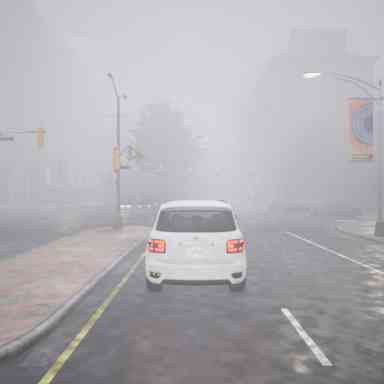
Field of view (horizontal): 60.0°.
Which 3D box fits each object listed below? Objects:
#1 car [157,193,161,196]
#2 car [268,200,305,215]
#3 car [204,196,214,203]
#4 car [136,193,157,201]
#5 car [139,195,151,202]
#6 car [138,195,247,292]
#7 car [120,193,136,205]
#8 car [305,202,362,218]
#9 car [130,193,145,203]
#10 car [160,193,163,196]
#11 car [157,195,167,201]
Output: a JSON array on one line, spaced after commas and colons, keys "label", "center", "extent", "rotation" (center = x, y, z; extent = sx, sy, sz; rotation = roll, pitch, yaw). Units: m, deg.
[{"label": "car", "center": [-7.818, 1.525, 66.824], "extent": [1.812, 1.442, 4.674], "rotation": [0, 0, 1]}, {"label": "car", "center": [9.983, 1.491, 32.792], "extent": [4.902, 1.511, 2.128], "rotation": [0, 0, 0]}, {"label": "car", "center": [3.732, 1.540, 73.114], "extent": [2.033, 1.411, 5.357], "rotation": [0, 0, 0]}, {"label": "car", "center": [-7.902, 1.352, 57.940], "extent": [2.097, 1.767, 4.553], "rotation": [0, 0, 0]}, {"label": "car", "center": [-11.252, 1.525, 80.077], "extent": [2.128, 1.511, 4.902], "rotation": [0, 0, 0]}, {"label": "car", "center": [0.099, 1.221, 9.059], "extent": [2.150, 2.045, 5.566], "rotation": [0, 0, 0]}, {"label": "car", "center": [-11.384, 1.491, 59.720], "extent": [2.128, 1.511, 4.902], "rotation": [0, 0, 1]}, {"label": "car", "center": [12.636, 1.564, 29.298], "extent": [4.181, 1.385, 1.994], "rotation": [0, 0, 0]}, {"label": "car", "center": [-11.285, 1.225, 69.639], "extent": [2.150, 2.045, 5.566], "rotation": [0, 0, 0]}, {"label": "car", "center": [-7.764, 1.225, 76.441], "extent": [2.150, 2.045, 5.566], "rotation": [0, 0, 0]}, {"label": "car", "center": [-7.733, 1.552, 86.256], "extent": [1.994, 1.385, 4.181], "rotation": [0, 0, 0]}]
